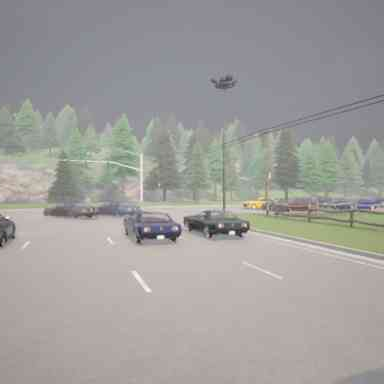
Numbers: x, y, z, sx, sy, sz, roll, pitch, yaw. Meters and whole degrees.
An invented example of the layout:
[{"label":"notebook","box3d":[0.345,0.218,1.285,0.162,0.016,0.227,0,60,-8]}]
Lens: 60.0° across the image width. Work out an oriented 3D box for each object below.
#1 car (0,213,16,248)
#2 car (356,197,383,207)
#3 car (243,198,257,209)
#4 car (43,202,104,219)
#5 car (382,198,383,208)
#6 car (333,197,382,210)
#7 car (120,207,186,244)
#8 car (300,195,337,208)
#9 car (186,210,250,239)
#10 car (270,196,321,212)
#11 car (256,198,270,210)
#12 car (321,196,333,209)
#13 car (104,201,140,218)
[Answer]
[{"label":"car","box3d":[-8.991,1.564,14.449,1.994,1.385,4.181,0,0,-21]},{"label":"car","box3d":[27.669,1.478,50.469,5.008,1.535,1.882,0,0,-19]},{"label":"car","box3d":[9.163,1.478,44.060,5.008,1.535,1.882,0,0,-20]},{"label":"car","box3d":[-10.530,1.547,28.773,5.357,1.411,2.033,0,0,31]},{"label":"car","box3d":[28.914,1.492,47.199,4.902,1.511,2.128,0,0,-19]},{"label":"car","box3d":[20.103,1.478,40.464,5.008,1.535,1.882,0,0,-19]},{"label":"car","box3d":[-2.076,1.601,16.050,1.895,1.301,4.718,0,0,-20]},{"label":"car","box3d":[17.866,1.352,47.095,4.553,1.767,2.097,0,0,-19]},{"label":"car","box3d":[1.095,1.601,17.551,1.895,1.301,4.718,0,0,-20]},{"label":"car","box3d":[11.666,1.352,37.519,4.553,1.767,2.097,0,0,-20]},{"label":"car","box3d":[10.760,1.526,40.892,4.674,1.442,1.812,0,0,-18]},{"label":"car","box3d":[19.500,1.492,43.958,4.902,1.511,2.128,0,0,-19]},{"label":"car","box3d":[-7.045,1.547,30.666,5.357,1.411,2.033,0,0,36]}]
